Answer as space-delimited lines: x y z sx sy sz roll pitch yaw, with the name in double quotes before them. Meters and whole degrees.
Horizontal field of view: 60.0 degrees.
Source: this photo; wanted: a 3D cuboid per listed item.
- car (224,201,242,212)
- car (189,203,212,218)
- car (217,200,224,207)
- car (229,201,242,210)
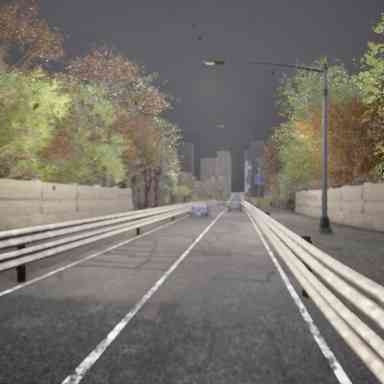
"car" 6.048 2.006 46.737 2.128 1.511 4.902 0 -1 8
"car" 0.907 1.836 33.834 1.812 1.442 4.674 0 -1 8
"car" 6.612 2.599 74.801 1.837 1.490 4.892 0 -1 8
"car" 7.456 2.273 57.016 1.994 1.385 4.181 0 -1 8
